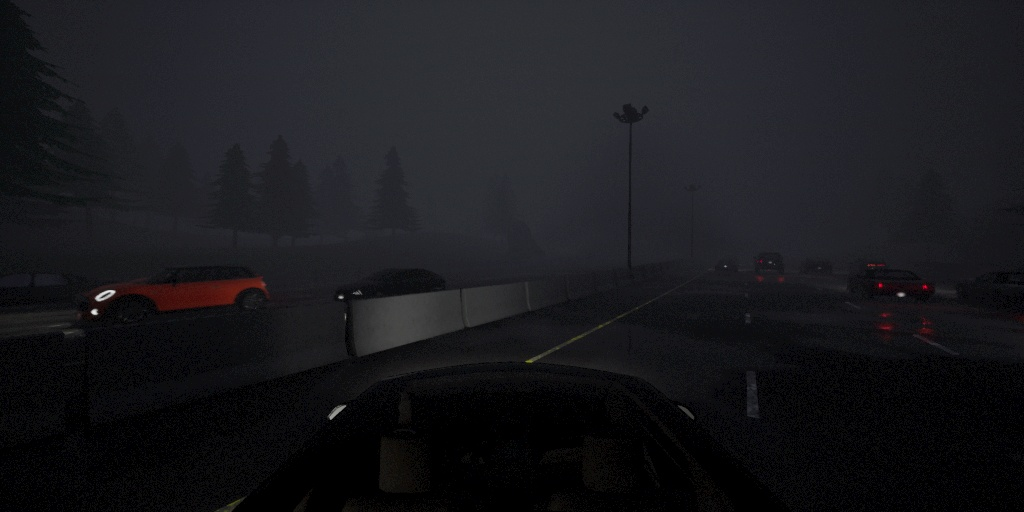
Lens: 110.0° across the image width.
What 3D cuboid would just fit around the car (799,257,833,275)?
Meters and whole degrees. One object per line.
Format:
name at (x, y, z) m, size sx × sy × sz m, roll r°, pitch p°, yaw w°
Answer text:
car at (27.866, 0.879, 32.976) m, size 1.882 × 1.535 × 5.008 m, roll 0°, pitch 0°, yaw 33°

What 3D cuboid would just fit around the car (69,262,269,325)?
car at (-10.995, 1.093, 12.005) m, size 2.097 × 1.767 × 4.553 m, roll 0°, pitch 0°, yaw 33°

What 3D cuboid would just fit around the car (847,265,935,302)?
car at (17.284, 1.265, 16.655) m, size 1.895 × 1.301 × 4.718 m, roll 0°, pitch 1°, yaw 33°

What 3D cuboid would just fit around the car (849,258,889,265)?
car at (30.672, 0.910, 30.871) m, size 1.837 × 1.490 × 4.892 m, roll 0°, pitch 0°, yaw 33°

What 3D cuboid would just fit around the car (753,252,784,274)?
car at (24.680, 0.628, 34.494) m, size 2.150 × 2.045 × 5.566 m, roll 0°, pitch 1°, yaw 33°

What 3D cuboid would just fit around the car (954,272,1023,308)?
car at (19.831, 1.274, 14.150) m, size 1.895 × 1.301 × 4.718 m, roll 0°, pitch 1°, yaw 33°

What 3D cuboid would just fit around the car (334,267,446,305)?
car at (-4.875, 1.238, 15.010) m, size 1.837 × 1.490 × 4.892 m, roll 0°, pitch 0°, yaw 33°

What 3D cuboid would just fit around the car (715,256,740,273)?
car at (22.118, 0.956, 36.980) m, size 1.994 × 1.385 × 4.181 m, roll 0°, pitch 1°, yaw 33°

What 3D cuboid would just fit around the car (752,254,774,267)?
car at (32.801, 0.583, 47.011) m, size 2.128 × 1.511 × 4.902 m, roll 0°, pitch 1°, yaw 32°

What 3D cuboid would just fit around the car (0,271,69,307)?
car at (-18.361, 1.283, 13.512) m, size 2.033 × 1.411 × 5.357 m, roll 0°, pitch 0°, yaw 33°
